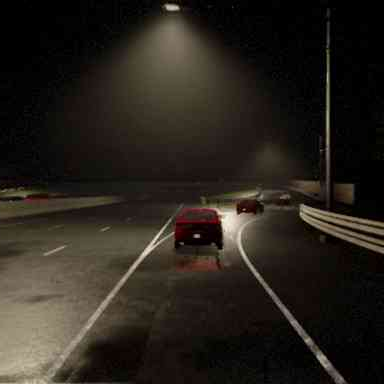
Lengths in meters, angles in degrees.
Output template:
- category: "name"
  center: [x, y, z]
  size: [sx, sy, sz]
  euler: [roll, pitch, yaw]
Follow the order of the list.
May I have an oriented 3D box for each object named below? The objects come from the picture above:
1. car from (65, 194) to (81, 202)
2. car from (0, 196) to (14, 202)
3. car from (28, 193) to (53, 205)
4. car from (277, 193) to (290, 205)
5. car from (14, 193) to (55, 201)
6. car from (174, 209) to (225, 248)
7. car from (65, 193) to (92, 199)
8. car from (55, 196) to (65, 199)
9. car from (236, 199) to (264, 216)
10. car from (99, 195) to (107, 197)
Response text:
- category: "car"
  center: [-27.945, 1.377, 78.044]
  size: [2.097, 1.767, 4.553]
  euler: [0, 0, 0]
- category: "car"
  center: [-24.533, 1.330, 45.355]
  size: [2.097, 1.767, 4.553]
  euler: [0, 0, 0]
- category: "car"
  center: [-27.957, 1.222, 61.581]
  size: [2.150, 2.045, 5.566]
  euler: [0, 0, 0]
- category: "car"
  center: [15.808, 1.416, 57.477]
  size: [2.128, 1.511, 4.902]
  euler: [0, 1, 19]
- category: "car"
  center: [-21.037, 1.198, 44.823]
  size: [2.150, 2.045, 5.566]
  euler: [0, 0, 0]
- category: "car"
  center: [0.432, 1.468, 14.723]
  size: [1.882, 1.535, 5.008]
  euler: [0, 0, 6]
- category: "car"
  center: [-20.966, 1.222, 61.482]
  size: [2.150, 2.045, 5.566]
  euler: [0, 0, 0]
- category: "car"
  center: [-24.464, 1.525, 61.675]
  size: [1.812, 1.442, 4.674]
  euler: [0, 0, 0]
- category: "car"
  center: [5.873, 1.482, 33.074]
  size: [1.882, 1.535, 5.008]
  euler: [0, 0, 24]
- category: "car"
  center: [-20.945, 1.519, 78.010]
  size: [1.837, 1.490, 4.892]
  euler: [0, 0, 0]
